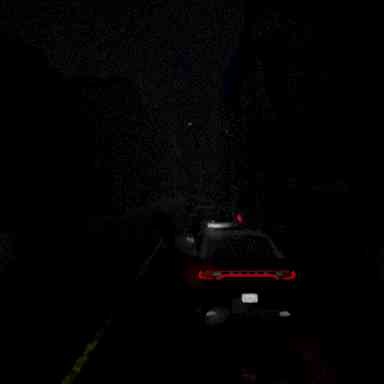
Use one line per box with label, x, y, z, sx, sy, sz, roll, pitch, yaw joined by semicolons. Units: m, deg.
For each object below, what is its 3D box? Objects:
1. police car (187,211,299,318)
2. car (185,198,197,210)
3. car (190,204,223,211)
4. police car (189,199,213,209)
police car;0.912;1.478;7.806;1.930;1.638;5.238;0;0;0
car;0.112;1.667;47.470;2.097;1.767;4.553;0;0;0
car;0.928;1.623;17.695;1.837;1.490;4.892;0;0;0
police car;0.937;1.584;23.806;1.930;1.638;5.238;0;0;0
